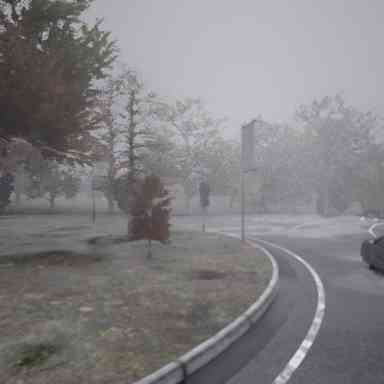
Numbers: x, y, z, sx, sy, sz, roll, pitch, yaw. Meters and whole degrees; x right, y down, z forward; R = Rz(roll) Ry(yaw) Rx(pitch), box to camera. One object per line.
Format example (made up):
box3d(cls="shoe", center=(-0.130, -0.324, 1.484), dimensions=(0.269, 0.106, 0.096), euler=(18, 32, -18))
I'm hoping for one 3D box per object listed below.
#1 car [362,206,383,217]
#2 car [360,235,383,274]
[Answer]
box3d(cls="car", center=(21.012, 2.163, 37.031), dimensions=(4.718, 1.301, 1.895), euler=(3, -2, -33))
box3d(cls="car", center=(5.725, 1.597, 8.147), dimensions=(2.033, 1.411, 5.357), euler=(0, 0, 13))
